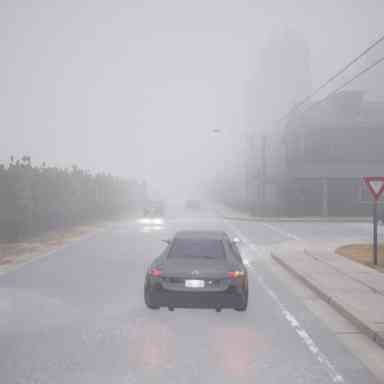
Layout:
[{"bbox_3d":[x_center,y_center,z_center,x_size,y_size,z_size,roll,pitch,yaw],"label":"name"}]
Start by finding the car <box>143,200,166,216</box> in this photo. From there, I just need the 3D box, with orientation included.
[{"bbox_3d":[-3.571,1.489,32.125,2.128,1.511,4.902,0,0,0],"label":"car"}]

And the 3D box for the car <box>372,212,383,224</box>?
[{"bbox_3d":[14.961,1.519,21.927,5.357,1.411,2.033,0,0,-1],"label":"car"}]

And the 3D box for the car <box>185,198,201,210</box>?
[{"bbox_3d":[0.114,1.474,42.622,1.882,1.535,5.008,0,0,0],"label":"car"}]

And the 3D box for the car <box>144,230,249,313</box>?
[{"bbox_3d":[0.197,1.563,7.796,1.994,1.385,4.181,0,0,4],"label":"car"}]
